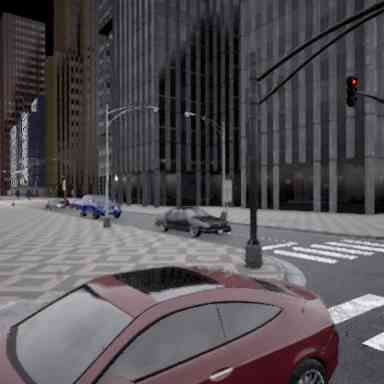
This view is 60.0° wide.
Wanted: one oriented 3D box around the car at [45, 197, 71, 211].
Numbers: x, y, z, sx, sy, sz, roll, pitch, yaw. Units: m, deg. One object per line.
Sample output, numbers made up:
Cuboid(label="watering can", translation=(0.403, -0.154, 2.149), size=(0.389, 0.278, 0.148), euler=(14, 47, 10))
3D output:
Cuboid(label="car", translation=(-17.839, 1.602, 43.320), size=(2.128, 1.511, 4.902), euler=(0, 0, -35))

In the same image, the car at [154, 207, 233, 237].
Cuboid(label="car", translation=(-0.152, 1.571, 18.464), size=(2.033, 1.411, 5.357), euler=(0, 0, -36))

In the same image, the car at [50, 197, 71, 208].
Cuboid(label="car", translation=(-20.940, 1.602, 52.877), size=(1.882, 1.535, 5.008), euler=(0, 0, -36))

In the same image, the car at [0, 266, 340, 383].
Cuboid(label="car", translation=(-0.504, 1.523, 3.020), size=(4.674, 1.442, 1.812), euler=(0, 0, -36))

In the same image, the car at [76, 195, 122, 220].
Cuboid(label="car", translation=(-8.273, 1.288, 29.827), size=(2.150, 2.045, 5.566), euler=(0, 0, -36))

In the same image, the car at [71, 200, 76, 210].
Cuboid(label="car", translation=(-14.930, 1.624, 44.555), size=(1.812, 1.442, 4.674), euler=(0, 0, -35))
